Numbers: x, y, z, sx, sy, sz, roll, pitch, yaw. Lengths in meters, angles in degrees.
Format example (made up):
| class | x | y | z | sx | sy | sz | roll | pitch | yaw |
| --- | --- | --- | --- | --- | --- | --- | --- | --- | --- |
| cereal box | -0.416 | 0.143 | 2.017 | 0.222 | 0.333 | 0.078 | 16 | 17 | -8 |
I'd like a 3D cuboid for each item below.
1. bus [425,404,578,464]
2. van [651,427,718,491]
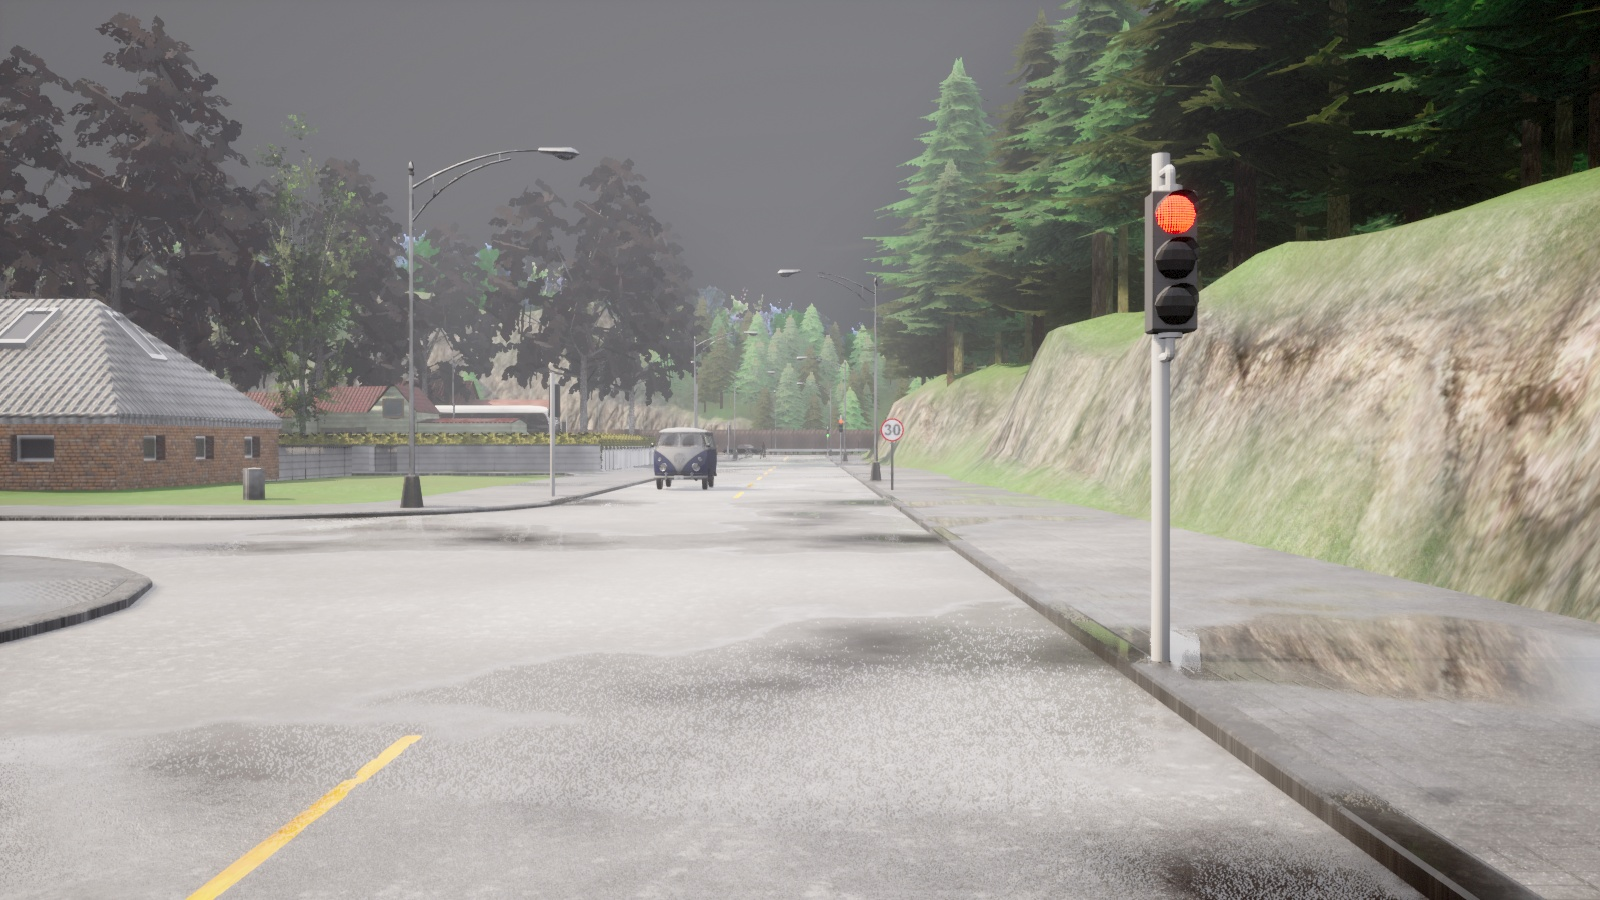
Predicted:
| class | x | y | z | sx | sy | sz | roll | pitch | yaw |
| --- | --- | --- | --- | --- | --- | --- | --- | --- | --- |
| bus | -21.807 | -1.168 | 92.205 | 10.273 | 4.253 | 3.944 | 0 | 0 | 0 |
| van | -3.750 | 0.263 | 41.344 | 1.775 | 1.987 | 4.442 | 0 | 0 | 0 |
